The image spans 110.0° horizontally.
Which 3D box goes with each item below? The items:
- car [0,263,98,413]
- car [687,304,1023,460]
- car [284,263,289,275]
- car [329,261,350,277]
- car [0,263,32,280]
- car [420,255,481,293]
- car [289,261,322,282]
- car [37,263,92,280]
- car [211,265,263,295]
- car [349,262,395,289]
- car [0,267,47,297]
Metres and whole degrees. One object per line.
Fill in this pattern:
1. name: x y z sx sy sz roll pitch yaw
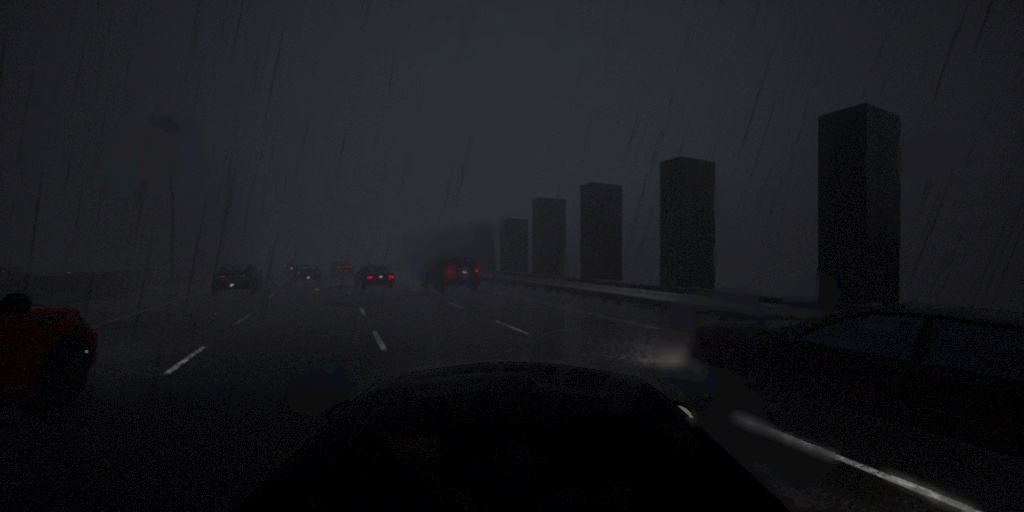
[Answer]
1. car: -6.024 0.969 2.701 2.150 2.045 5.566 0 0 -26
2. car: 4.938 1.297 4.234 2.033 1.411 5.357 0 0 -26
3. car: -23.340 1.289 38.698 2.033 1.411 5.357 0 0 -36
4. car: -17.074 1.233 35.931 2.128 1.511 4.902 0 0 -34
5. car: -43.759 1.343 30.812 1.895 1.301 4.718 0 0 -38
6. car: -3.731 0.969 21.090 2.150 2.045 5.566 0 0 -29
7. car: -16.805 1.345 29.254 1.895 1.301 4.718 0 0 -34
8. car: -41.066 1.355 33.050 2.033 1.411 5.357 0 0 -38
9. car: -15.158 1.237 19.918 2.128 1.511 4.902 0 0 -30
10. car: -9.020 1.292 23.344 2.033 1.411 5.357 0 0 -30
11. car: -26.885 1.309 18.636 1.994 1.385 4.181 0 0 -32
